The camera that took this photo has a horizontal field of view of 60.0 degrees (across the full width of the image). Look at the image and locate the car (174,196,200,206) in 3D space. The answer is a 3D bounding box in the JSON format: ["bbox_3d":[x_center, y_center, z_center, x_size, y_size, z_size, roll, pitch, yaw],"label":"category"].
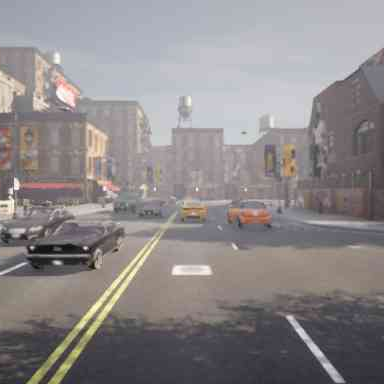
[{"bbox_3d":[-0.542,1.512,50.067,1.812,1.442,4.674,0,0,20],"label":"car"}]

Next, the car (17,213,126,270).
[{"bbox_3d":[-3.597,1.598,11.129,1.895,1.301,4.718,0,0,0],"label":"car"}]

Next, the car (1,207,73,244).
[{"bbox_3d":[-7.090,1.487,15.852,2.128,1.511,4.902,0,0,0],"label":"car"}]

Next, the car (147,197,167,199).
[{"bbox_3d":[-6.388,1.505,53.538,2.002,1.452,4.674,0,0,20],"label":"car"}]

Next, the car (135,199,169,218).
[{"bbox_3d":[-3.497,1.556,29.519,1.994,1.385,4.181,0,0,1],"label":"car"}]

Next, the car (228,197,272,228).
[{"bbox_3d":[3.708,1.346,22.152,2.097,1.767,4.553,0,0,-3],"label":"car"}]

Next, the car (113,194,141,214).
[{"bbox_3d":[-6.837,1.211,36.129,2.150,2.045,5.566,0,0,3],"label":"car"}]

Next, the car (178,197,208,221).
[{"bbox_3d":[0.106,1.470,27.462,1.882,1.535,5.008,0,0,0],"label":"car"}]

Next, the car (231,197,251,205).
[{"bbox_3d":[8.946,1.548,60.485,1.994,1.385,4.181,0,0,35],"label":"car"}]
